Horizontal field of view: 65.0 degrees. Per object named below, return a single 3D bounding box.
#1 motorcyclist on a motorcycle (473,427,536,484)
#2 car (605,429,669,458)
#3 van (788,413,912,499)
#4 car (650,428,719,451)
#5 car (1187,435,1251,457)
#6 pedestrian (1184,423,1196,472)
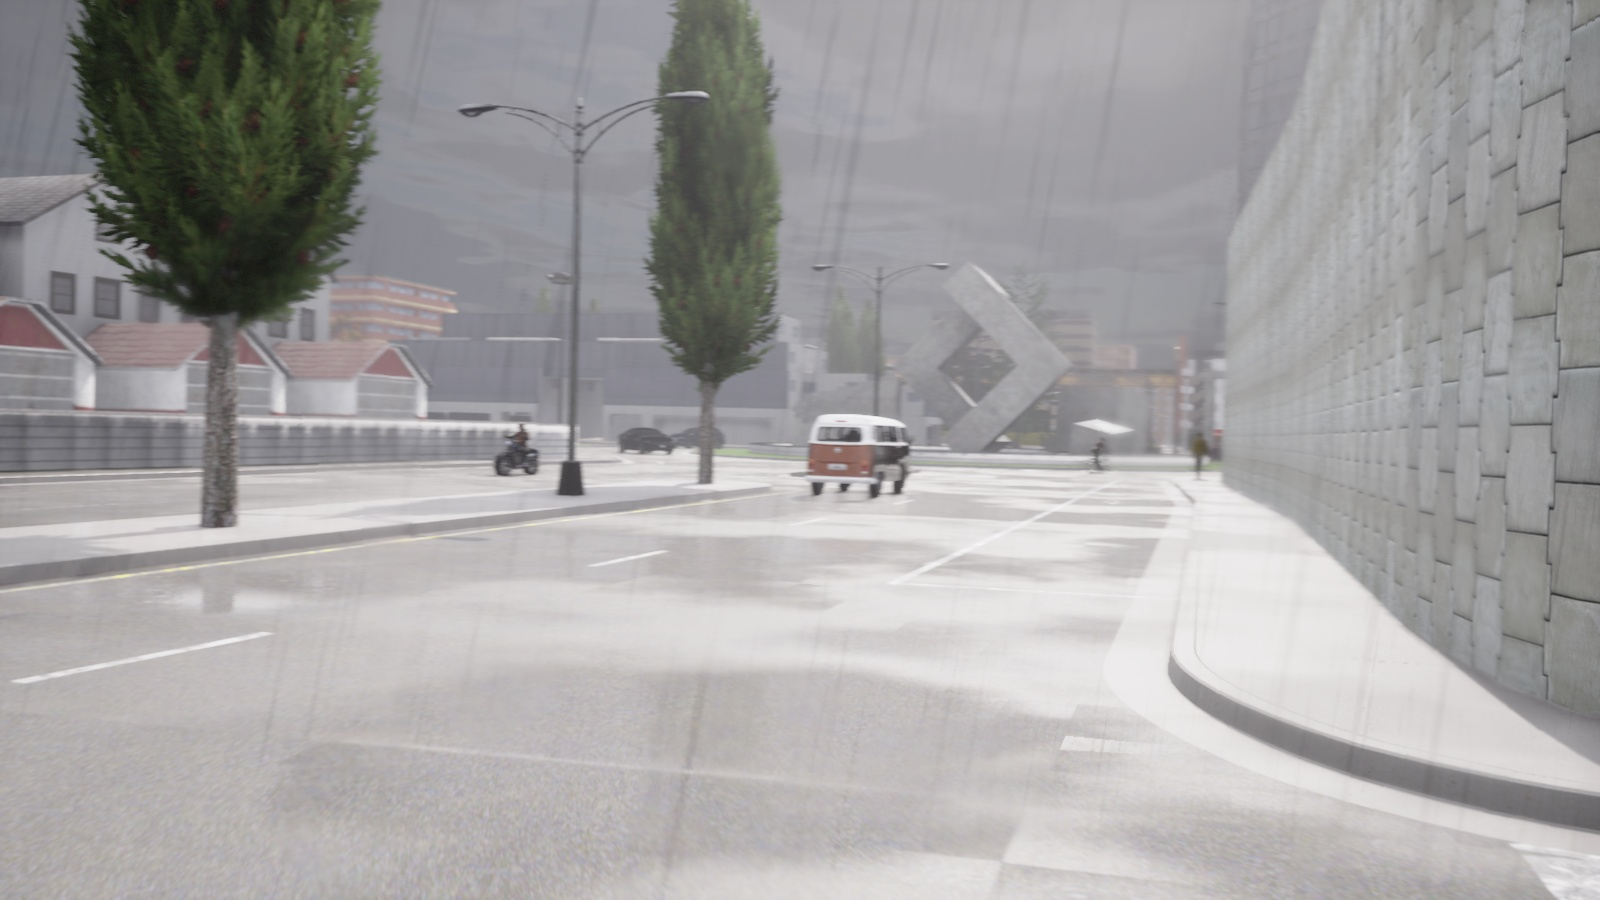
[{"bbox_3d":[-8.904,0.132,38.002,0.766,1.649,2.350,1,1,17],"label":"motorcyclist on a motorcycle"},{"bbox_3d":[-9.297,-0.402,71.117,1.882,1.535,5.008,0,1,-29],"label":"car"},{"bbox_3d":[1.365,0.094,32.299,2.069,2.038,4.480,1,1,17],"label":"van"},{"bbox_3d":[-8.404,-0.788,91.652,2.033,1.649,4.856,1,1,43],"label":"car"},{"bbox_3d":[29.646,-0.317,88.962,1.816,1.474,4.193,0,1,-28],"label":"car"},{"bbox_3d":[14.510,-0.100,46.754,0.370,1.835,0.726,1,1,20],"label":"pedestrian"}]
